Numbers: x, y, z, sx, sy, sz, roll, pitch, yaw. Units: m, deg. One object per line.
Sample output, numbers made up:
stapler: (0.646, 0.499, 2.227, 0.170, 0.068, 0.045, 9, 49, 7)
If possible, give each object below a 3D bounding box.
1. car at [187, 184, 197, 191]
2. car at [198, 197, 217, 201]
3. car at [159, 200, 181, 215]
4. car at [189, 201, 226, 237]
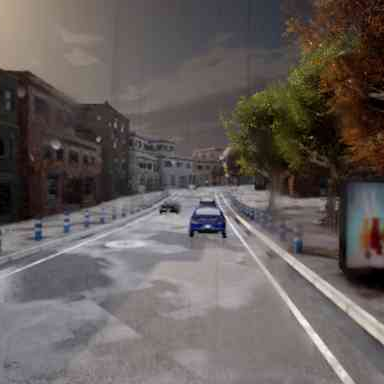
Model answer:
car: (0.041, -0.995, 74.944, 2.128, 1.511, 4.902, 1, 4, 7)
car: (1.729, 1.289, 37.428, 1.882, 1.535, 5.008, 1, 2, 3)
car: (-2.154, 1.491, 33.451, 1.895, 1.301, 4.718, 1, 1, 3)
car: (0.877, 1.526, 18.583, 1.882, 1.535, 5.008, 1, 0, 3)
